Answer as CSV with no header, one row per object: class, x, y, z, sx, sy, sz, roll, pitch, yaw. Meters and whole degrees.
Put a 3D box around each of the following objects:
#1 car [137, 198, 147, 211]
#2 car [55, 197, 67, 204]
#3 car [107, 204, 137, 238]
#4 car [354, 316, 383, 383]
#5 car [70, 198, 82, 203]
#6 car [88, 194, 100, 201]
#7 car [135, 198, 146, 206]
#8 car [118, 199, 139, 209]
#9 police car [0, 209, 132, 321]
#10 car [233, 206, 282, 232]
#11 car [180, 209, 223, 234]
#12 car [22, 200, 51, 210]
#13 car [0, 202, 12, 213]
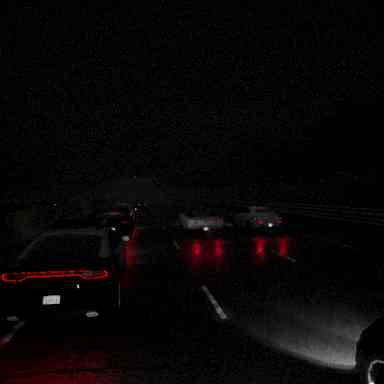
car,-6.952,1.718,44.205,2.033,1.411,5.357,0,0,-8
car,-29.203,1.842,74.197,1.837,1.490,4.892,0,-1,-9
car,-3.982,1.549,17.359,1.812,1.442,4.674,0,0,-9
car,3.025,1.563,2.105,1.994,1.385,4.181,0,0,-9
car,-25.556,1.966,73.487,1.812,1.442,4.674,0,-1,-9
car,-22.401,1.503,76.037,2.150,2.045,5.566,0,-1,-9
car,-9.679,1.878,62.110,1.994,1.385,4.181,0,-1,-9
car,-4.907,1.502,23.484,1.801,1.575,5.366,0,0,-9
police car,-2.504,1.427,7.572,1.930,1.638,5.238,0,0,-9
car,3.844,1.557,20.117,1.812,1.442,4.674,0,0,-9
car,0.390,1.630,19.550,1.895,1.301,4.718,0,0,-9
car,-16.325,1.624,35.135,1.837,1.490,4.892,0,0,-9
car,-19.467,1.652,32.500,2.033,1.411,5.357,0,0,-9
